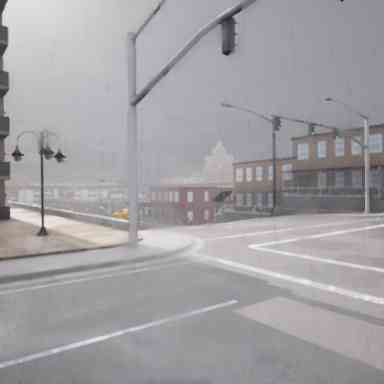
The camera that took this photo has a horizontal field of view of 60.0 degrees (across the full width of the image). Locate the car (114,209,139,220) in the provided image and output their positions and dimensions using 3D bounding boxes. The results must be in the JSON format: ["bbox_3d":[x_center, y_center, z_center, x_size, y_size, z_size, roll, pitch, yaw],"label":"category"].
[{"bbox_3d":[-8.760,2.991,44.150,1.882,1.535,5.008,-1,-2,-36],"label":"car"}]
